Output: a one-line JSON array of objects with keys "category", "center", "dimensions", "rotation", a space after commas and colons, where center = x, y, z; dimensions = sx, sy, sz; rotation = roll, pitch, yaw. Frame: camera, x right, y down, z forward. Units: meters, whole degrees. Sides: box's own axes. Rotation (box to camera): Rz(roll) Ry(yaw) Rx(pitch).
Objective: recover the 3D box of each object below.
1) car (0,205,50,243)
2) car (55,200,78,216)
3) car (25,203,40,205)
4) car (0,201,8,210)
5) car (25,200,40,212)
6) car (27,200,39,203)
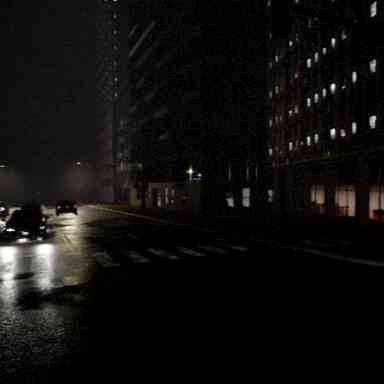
[{"category": "car", "center": [-8.681, 1.668, 17.497], "dimensions": [1.837, 1.490, 4.892], "rotation": [-1, 0, -25]}, {"category": "car", "center": [-13.918, 1.634, 36.656], "dimensions": [2.097, 1.767, 4.553], "rotation": [-1, 0, -25]}, {"category": "car", "center": [-12.468, 1.804, 25.536], "dimensions": [1.994, 1.385, 4.181], "rotation": [-1, 0, -25]}, {"category": "car", "center": [-20.236, 1.742, 34.394], "dimensions": [2.097, 1.767, 4.553], "rotation": [-1, 0, -25]}, {"category": "car", "center": [-23.174, 1.946, 48.432], "dimensions": [1.882, 1.535, 5.008], "rotation": [-1, 0, -25]}, {"category": "car", "center": [-16.752, 1.892, 34.624], "dimensions": [1.994, 1.385, 4.181], "rotation": [-1, 0, -26]}]
